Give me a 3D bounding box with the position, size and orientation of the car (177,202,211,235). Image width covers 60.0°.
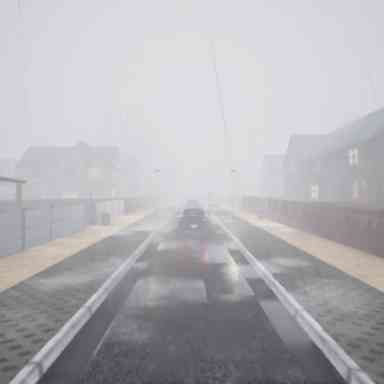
[{"bbox_3d":[0.097,1.535,18.927,1.812,1.442,4.674,0,0,0],"label":"car"}]

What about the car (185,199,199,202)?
[{"bbox_3d":[0.094,1.536,39.494,1.812,1.442,4.674,0,0,0],"label":"car"}]
